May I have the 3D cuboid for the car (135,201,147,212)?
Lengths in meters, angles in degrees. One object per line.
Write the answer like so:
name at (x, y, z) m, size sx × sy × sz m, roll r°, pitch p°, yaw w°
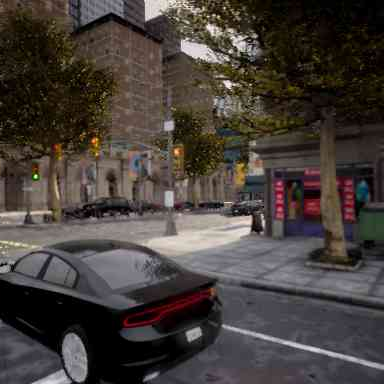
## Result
car at (-6.683, 1.911, 44.437) m, size 1.812 × 1.442 × 4.674 m, roll -1°, pitch -1°, yaw 36°

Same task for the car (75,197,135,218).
car at (-9.047, 1.564, 35.198) m, size 2.150 × 2.045 × 5.566 m, roll -1°, pitch 0°, yaw 36°

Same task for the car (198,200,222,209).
car at (2.881, 1.941, 51.724) m, size 1.895 × 1.301 × 4.718 m, roll -1°, pitch -1°, yaw 36°

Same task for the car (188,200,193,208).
car at (-0.812, 1.948, 52.590) m, size 1.994 × 1.385 × 4.181 m, roll -1°, pitch -1°, yaw 36°

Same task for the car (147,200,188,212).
car at (-3.139, 1.819, 43.389) m, size 1.882 × 1.535 × 5.008 m, roll -1°, pitch -1°, yaw 36°

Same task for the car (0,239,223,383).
car at (-1.833, 1.534, 5.525) m, size 5.008 × 1.535 × 1.882 m, roll -1°, pitch 0°, yaw 41°

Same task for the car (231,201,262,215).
car at (5.985, 1.702, 36.217) m, size 1.837 × 1.490 × 4.892 m, roll -1°, pitch 0°, yaw 36°

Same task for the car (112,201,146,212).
car at (-8.815, 2.019, 46.886) m, size 1.895 × 1.301 × 4.718 m, roll -1°, pitch -1°, yaw 36°

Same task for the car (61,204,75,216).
car at (-12.308, 1.933, 36.648) m, size 2.033 × 1.411 × 5.357 m, roll -1°, pitch -1°, yaw 36°
